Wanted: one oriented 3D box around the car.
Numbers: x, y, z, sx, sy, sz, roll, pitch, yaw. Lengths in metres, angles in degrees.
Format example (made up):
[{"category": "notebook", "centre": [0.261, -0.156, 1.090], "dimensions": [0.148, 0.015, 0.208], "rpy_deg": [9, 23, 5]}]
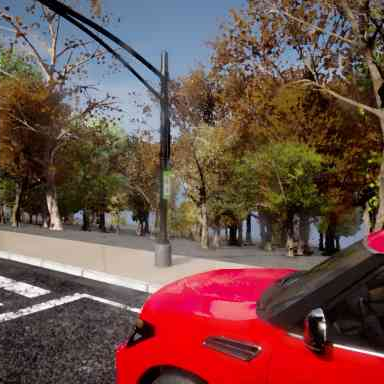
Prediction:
[{"category": "car", "centre": [1.984, 1.222, 2.298], "dimensions": [5.566, 2.045, 2.150], "rpy_deg": [0, 0, 34]}]
